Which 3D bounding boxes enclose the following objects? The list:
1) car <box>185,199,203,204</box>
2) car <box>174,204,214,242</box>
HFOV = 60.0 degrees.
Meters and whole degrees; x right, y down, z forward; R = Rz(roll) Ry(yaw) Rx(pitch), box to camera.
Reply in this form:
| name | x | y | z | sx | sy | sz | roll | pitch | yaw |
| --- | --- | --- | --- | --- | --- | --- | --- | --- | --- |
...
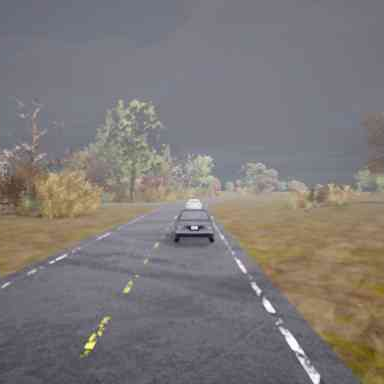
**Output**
| name | x | y | z | sx | sy | sz | roll | pitch | yaw |
| --- | --- | --- | --- | --- | --- | --- | --- | --- | --- |
| car | 0.223 | 1.539 | 37.118 | 1.812 | 1.442 | 4.674 | 0 | 0 | 1 |
| car | 0.100 | 1.554 | 16.520 | 2.033 | 1.411 | 5.357 | 0 | 0 | 0 |
